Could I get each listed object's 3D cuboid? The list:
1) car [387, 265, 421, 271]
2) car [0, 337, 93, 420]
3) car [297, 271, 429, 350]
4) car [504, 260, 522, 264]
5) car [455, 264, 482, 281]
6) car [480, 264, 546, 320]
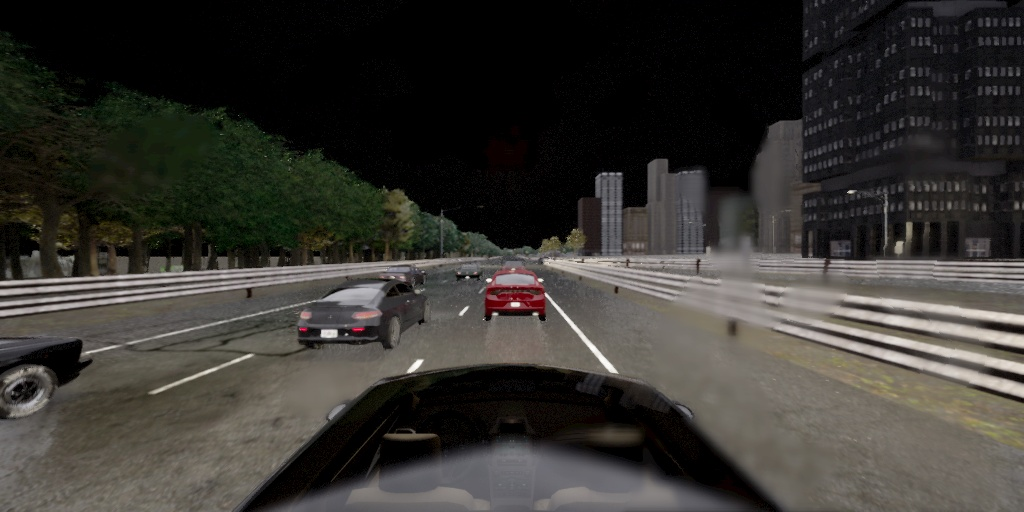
[{"bbox_3d":[-6.895,1.290,23.010,2.033,1.411,5.357,0,0,0],"label":"car"},{"bbox_3d":[-6.903,1.351,2.902,1.895,1.301,4.718,0,0,0],"label":"car"},{"bbox_3d":[-3.400,1.276,8.974,1.812,1.442,4.674,0,0,0],"label":"car"},{"bbox_3d":[0.106,1.085,30.582,2.097,1.767,4.553,0,0,0],"label":"car"},{"bbox_3d":[-3.395,1.335,29.575,1.895,1.301,4.718,0,0,0],"label":"car"},{"bbox_3d":[0.100,1.227,12.674,1.882,1.535,5.008,0,0,0],"label":"car"}]
